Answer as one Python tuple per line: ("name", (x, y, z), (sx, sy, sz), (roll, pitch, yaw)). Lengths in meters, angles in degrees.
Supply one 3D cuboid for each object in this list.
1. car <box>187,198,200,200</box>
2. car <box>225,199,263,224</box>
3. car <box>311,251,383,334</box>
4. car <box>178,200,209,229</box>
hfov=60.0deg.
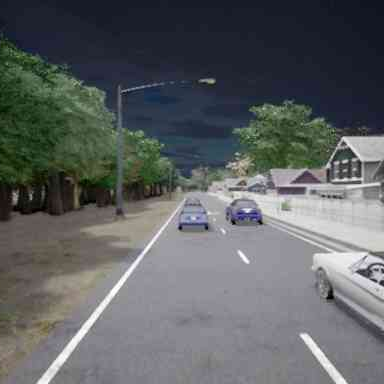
("car", (0.103, 1.367, 39.732), (1.994, 1.385, 4.181), (0, 0, 0))
("car", (3.607, 1.266, 23.745), (2.097, 1.767, 4.553), (0, 0, 0))
("car", (3.602, 1.590, 5.377), (1.895, 1.301, 4.718), (0, 0, 0))
("car", (0.099, 1.477, 20.849), (2.033, 1.411, 5.357), (0, 0, 0))
